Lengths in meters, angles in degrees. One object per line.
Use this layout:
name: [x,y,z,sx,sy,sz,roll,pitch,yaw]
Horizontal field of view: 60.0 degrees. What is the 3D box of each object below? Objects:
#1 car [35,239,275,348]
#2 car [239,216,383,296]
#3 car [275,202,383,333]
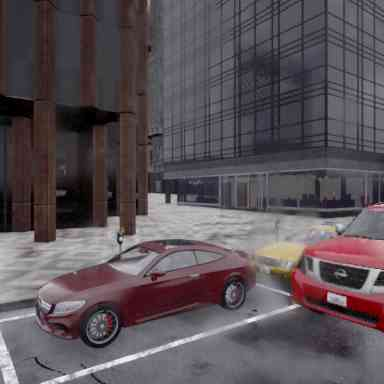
car: [-0.606,1.582,6.211,4.206,1.307,1.802,0,0,-35]
car: [3.687,1.525,9.263,4.829,1.417,1.752,0,0,-35]
car: [4.377,1.221,6.486,5.566,2.045,2.150,0,0,-35]
